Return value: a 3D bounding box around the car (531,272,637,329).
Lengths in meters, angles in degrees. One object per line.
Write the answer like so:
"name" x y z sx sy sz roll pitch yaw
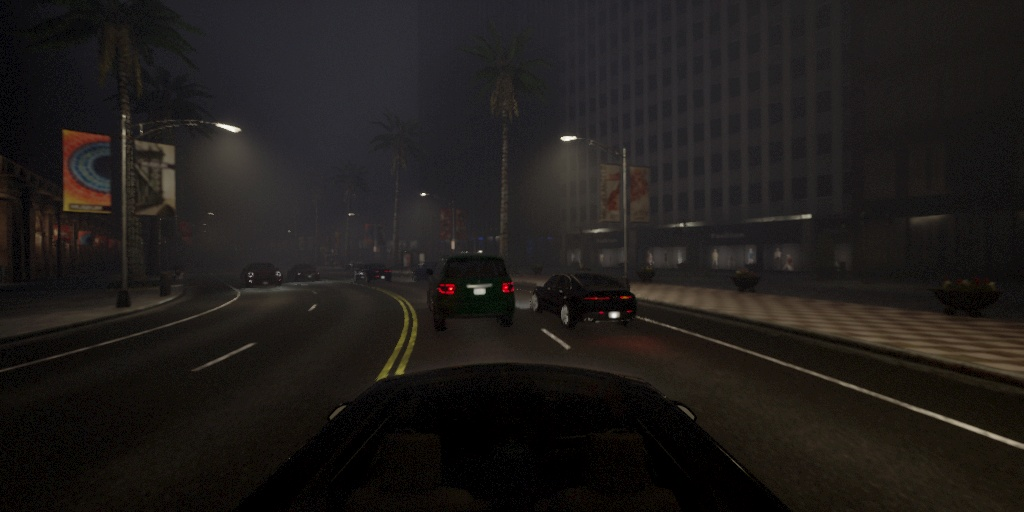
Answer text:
"car" 2.016 1.236 11.337 1.837 1.490 4.892 0 0 -13

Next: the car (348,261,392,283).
"car" -11.191 1.343 28.657 1.837 1.490 4.892 0 0 -40

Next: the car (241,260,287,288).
"car" -18.037 1.248 25.776 2.097 1.767 4.553 0 0 -42

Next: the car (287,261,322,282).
"car" -18.220 1.422 31.256 1.812 1.442 4.674 0 0 -42

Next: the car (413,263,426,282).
"car" -5.926 1.146 27.555 2.097 1.767 4.553 -1 0 -36

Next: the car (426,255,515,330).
"car" -1.496 0.982 11.497 2.150 2.045 5.566 0 0 -15
